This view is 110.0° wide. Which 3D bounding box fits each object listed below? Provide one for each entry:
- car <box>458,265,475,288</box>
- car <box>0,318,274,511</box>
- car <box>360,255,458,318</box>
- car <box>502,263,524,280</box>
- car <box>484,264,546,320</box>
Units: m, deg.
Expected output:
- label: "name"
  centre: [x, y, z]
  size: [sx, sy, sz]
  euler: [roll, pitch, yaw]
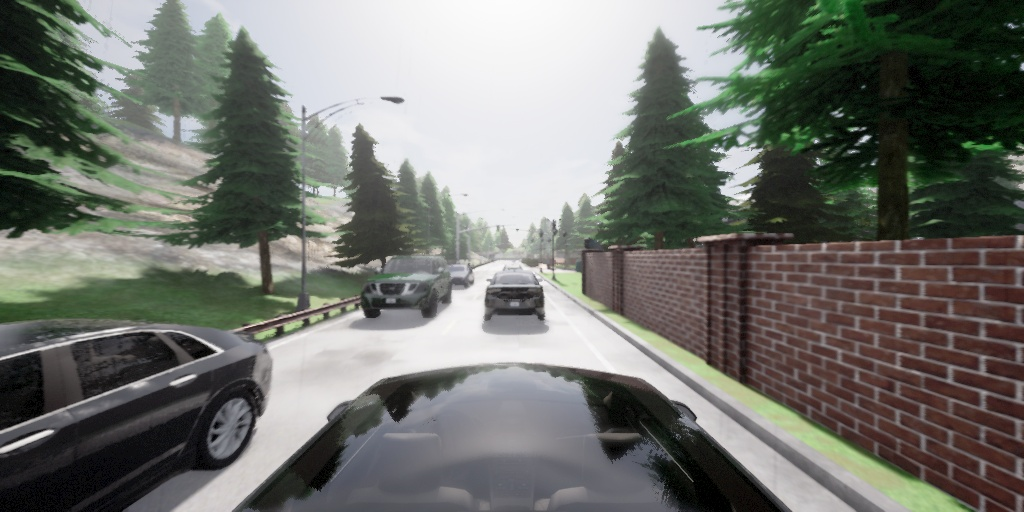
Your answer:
- label: "car"
  centre: [-3.572, 1.299, 24.113]
  size: [2.033, 1.411, 5.357]
  euler: [0, 0, 0]
- label: "car"
  centre: [-3.599, 1.258, 2.062]
  size: [1.837, 1.490, 4.892]
  euler: [0, 0, 0]
- label: "car"
  centre: [-3.606, 0.974, 13.354]
  size: [2.150, 2.045, 5.566]
  euler: [0, 0, -1]
- label: "car"
  centre: [0.068, 1.351, 32.488]
  size: [1.895, 1.301, 4.718]
  euler: [0, 0, 0]
- label: "car"
  centre: [0.084, 1.228, 12.702]
  size: [1.882, 1.535, 5.008]
  euler: [0, 0, 0]
